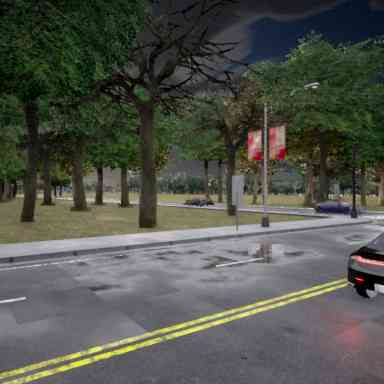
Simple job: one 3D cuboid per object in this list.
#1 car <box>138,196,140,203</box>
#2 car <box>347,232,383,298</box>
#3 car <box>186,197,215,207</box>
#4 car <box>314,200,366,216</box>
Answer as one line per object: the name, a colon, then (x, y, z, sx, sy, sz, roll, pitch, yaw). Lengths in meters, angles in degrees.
car: (-8.563, 1.228, 63.584, 2.097, 1.767, 4.553, 0, 0, -35)
car: (5.336, 1.492, 7.242, 4.902, 1.511, 2.128, 0, 0, -35)
car: (1.130, 1.509, 49.771, 2.033, 1.411, 5.357, 0, 0, -35)
car: (14.012, 1.513, 31.761, 1.812, 1.442, 4.674, 0, 0, -37)
